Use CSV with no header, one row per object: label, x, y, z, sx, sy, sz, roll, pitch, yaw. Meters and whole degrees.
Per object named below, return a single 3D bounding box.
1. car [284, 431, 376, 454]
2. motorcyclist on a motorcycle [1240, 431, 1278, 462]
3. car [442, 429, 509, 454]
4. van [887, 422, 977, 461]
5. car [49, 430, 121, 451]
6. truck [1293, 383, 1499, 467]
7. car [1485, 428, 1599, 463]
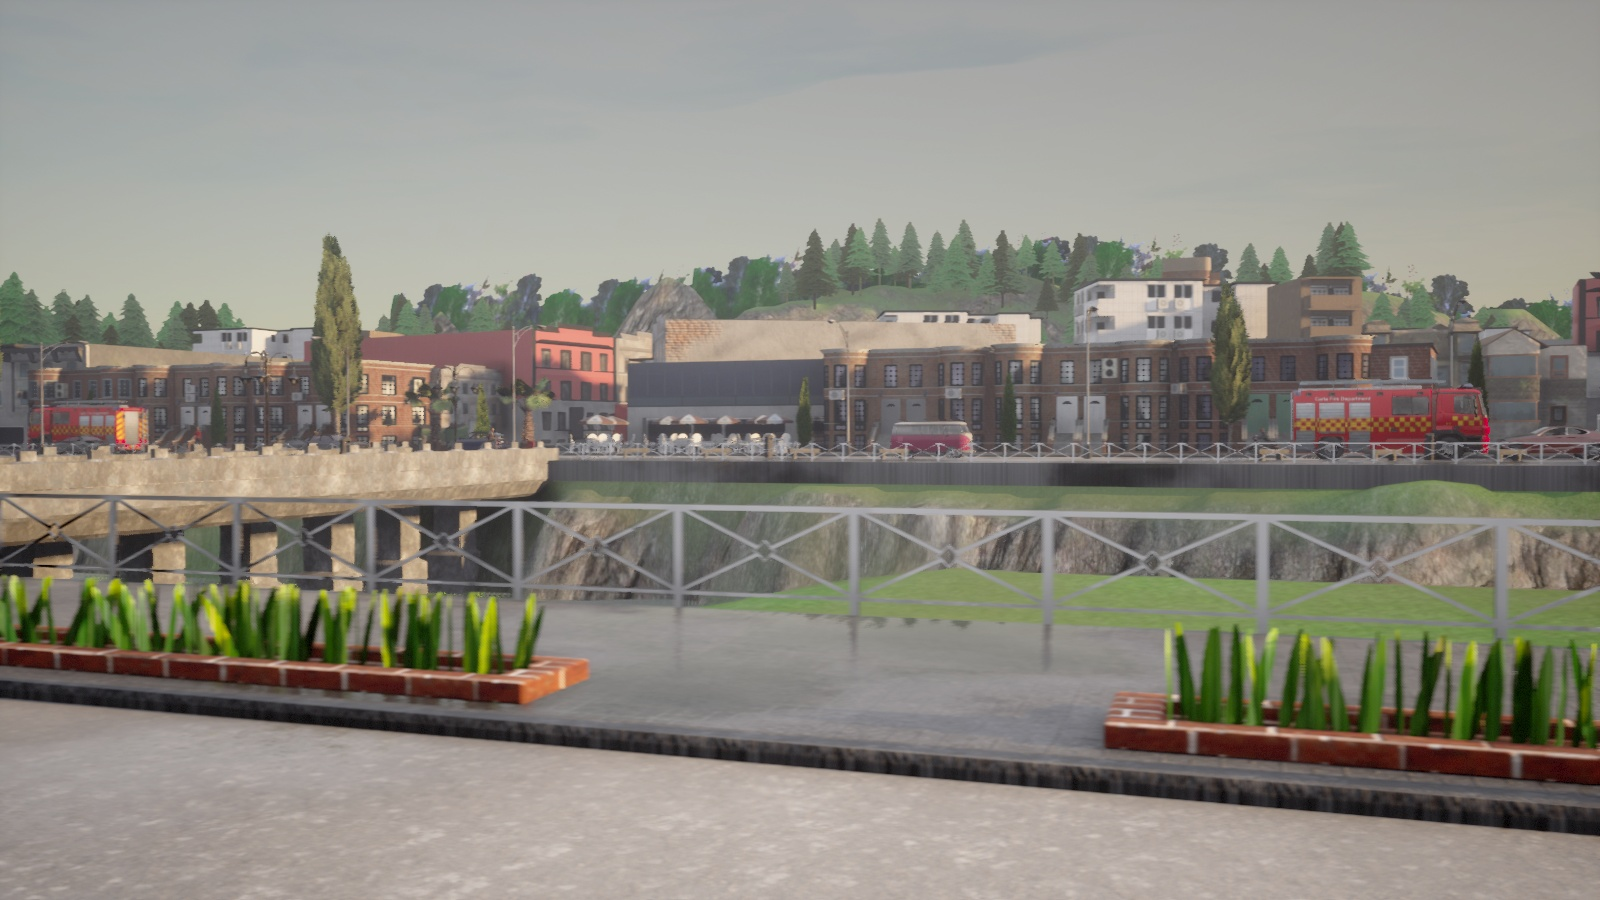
car,-29.460,-0.497,78.703,5.357,1.411,2.033,1,1,19
motorcyclist on a motorcycle,23.750,-0.172,65.035,1.817,1.590,0.866,1,1,19
car,-20.661,-0.553,79.963,3.705,1.549,1.789,1,1,19
van,6.993,-0.459,66.446,4.442,1.987,1.775,1,1,19
car,-48.436,-0.654,85.081,4.181,1.385,1.994,1,1,19
truck,27.954,-1.184,59.387,8.468,3.827,2.891,1,1,19
car,36.238,-0.233,60.837,5.027,1.651,2.152,1,1,19
